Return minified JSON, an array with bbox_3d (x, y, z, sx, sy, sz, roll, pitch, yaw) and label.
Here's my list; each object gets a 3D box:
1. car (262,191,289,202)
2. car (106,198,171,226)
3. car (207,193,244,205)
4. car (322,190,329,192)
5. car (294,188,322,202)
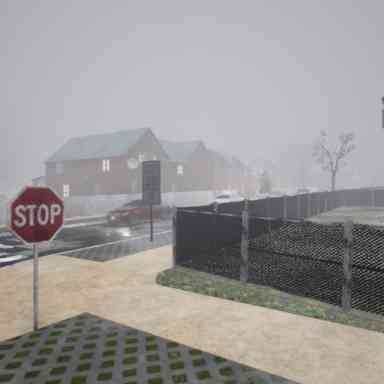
[{"bbox_3d":[10.315,0.591,40.786,2.033,1.411,5.357,0,1,34],"label":"car"},{"bbox_3d":[-3.130,1.136,20.469,1.812,1.442,4.674,0,1,33],"label":"car"},{"bbox_3d":[3.086,0.869,29.879,1.812,1.442,4.674,0,2,35],"label":"car"},{"bbox_3d":[19.841,0.355,50.127,1.895,1.301,4.718,0,1,33],"label":"car"},{"bbox_3d":[14.417,0.322,41.805,2.097,1.767,4.553,0,1,34],"label":"car"}]
